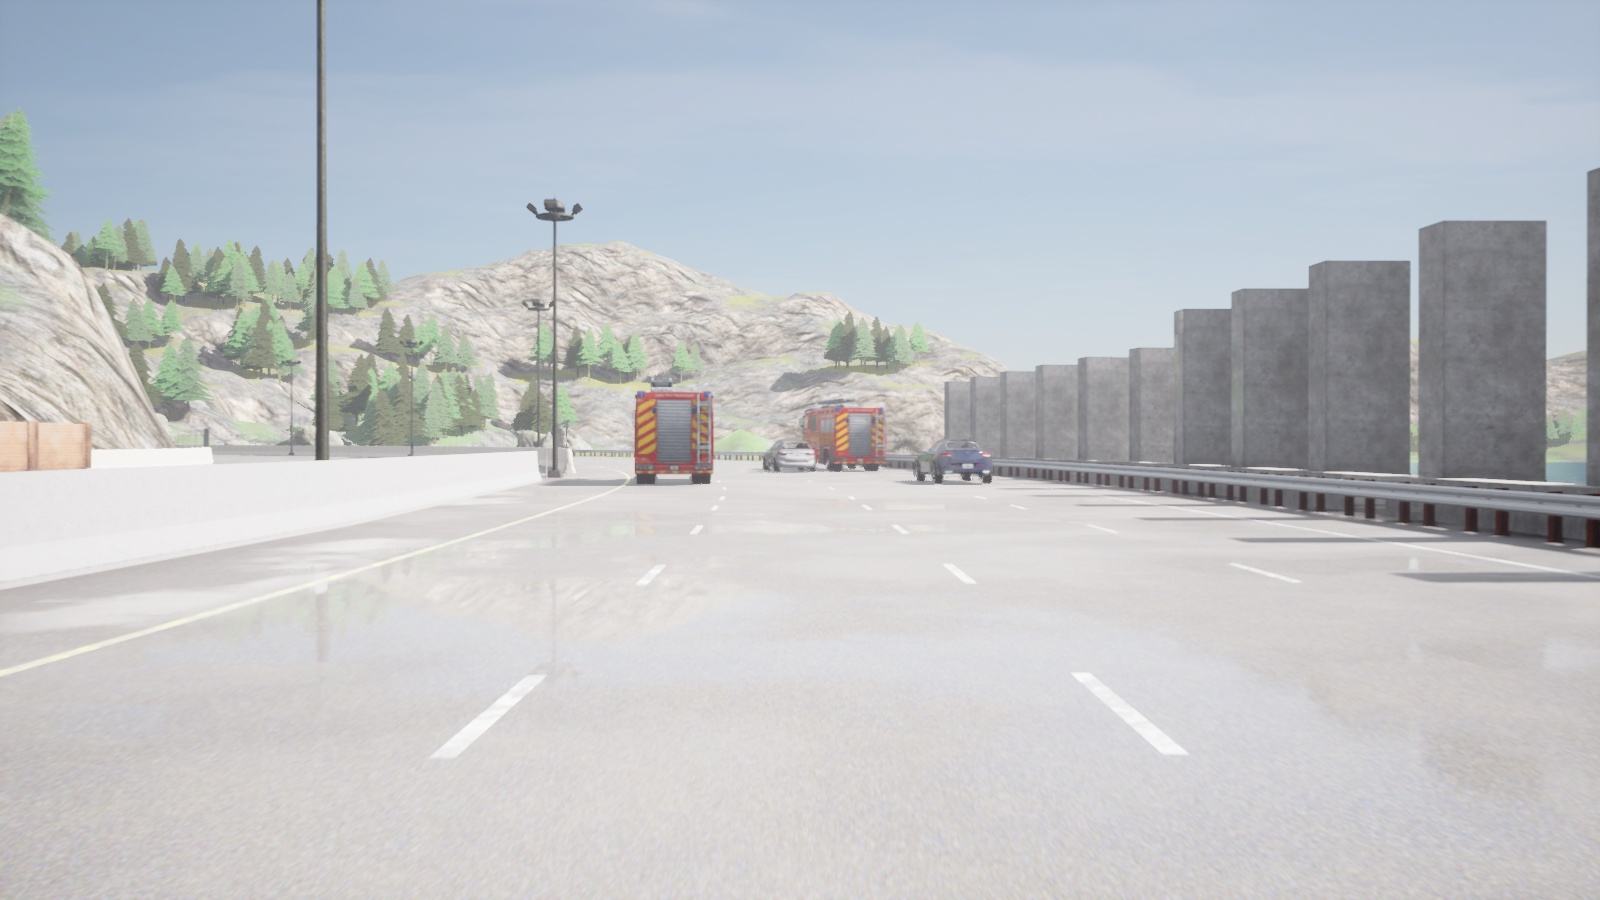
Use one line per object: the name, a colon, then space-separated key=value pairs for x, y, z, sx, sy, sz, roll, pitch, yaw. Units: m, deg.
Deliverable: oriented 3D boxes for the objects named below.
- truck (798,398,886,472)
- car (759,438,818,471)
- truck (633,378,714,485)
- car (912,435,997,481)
truck: x=2.195 y=-0.809 z=69.744 sx=2.891 sy=3.827 sz=8.468 roll=0 pitch=0 yaw=-12
car: x=-0.642 y=0.217 z=66.278 sx=2.242 sy=1.667 sz=4.611 roll=0 pitch=0 yaw=-12
truck: x=-4.995 y=-0.700 z=49.262 sx=2.891 sy=3.827 sz=8.468 roll=0 pitch=0 yaw=-6
car: x=5.747 y=0.262 z=47.490 sx=2.152 sy=1.651 sz=5.027 roll=0 pitch=0 yaw=-6
